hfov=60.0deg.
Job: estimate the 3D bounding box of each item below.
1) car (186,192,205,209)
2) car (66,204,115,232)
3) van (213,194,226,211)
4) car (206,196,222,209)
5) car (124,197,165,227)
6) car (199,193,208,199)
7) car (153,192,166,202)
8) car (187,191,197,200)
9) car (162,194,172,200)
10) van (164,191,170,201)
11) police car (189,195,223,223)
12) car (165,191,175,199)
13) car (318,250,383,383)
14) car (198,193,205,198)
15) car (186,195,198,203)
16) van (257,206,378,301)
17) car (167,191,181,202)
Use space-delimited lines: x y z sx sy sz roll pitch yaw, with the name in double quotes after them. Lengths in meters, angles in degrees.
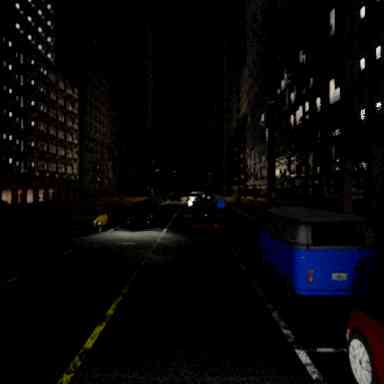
0.667 0.966 40.094 2.150 2.045 5.566 0 0 4 "car"
-5.689 1.401 19.082 1.752 1.417 4.829 0 0 0 "car"
2.694 1.108 36.252 1.690 1.788 3.998 0 0 0 "van"
2.695 1.256 42.090 1.752 1.417 4.829 0 0 0 "car"
-3.096 1.338 21.562 1.882 1.535 5.008 0 0 0 "car"
2.702 1.036 81.596 2.008 1.369 4.403 0 0 0 "car"
-5.683 1.187 53.089 1.752 1.417 4.829 0 0 0 "car"
0.012 0.752 75.310 2.097 1.767 4.553 0 0 0 "car"
-5.680 1.071 75.931 2.008 1.369 4.403 0 0 0 "car"
-5.682 0.931 64.594 1.690 1.788 3.998 0 0 0 "van"
0.904 1.269 24.096 1.930 1.638 5.238 0 0 0 "police car"
-5.679 0.765 87.265 2.192 1.841 5.009 0 0 0 "car"
2.689 1.529 2.247 1.887 1.381 4.507 0 0 0 "car"
2.703 0.960 92.932 1.887 1.381 4.507 0 0 0 "car"
0.010 1.181 60.343 1.994 1.385 4.181 0 0 0 "car"
2.690 1.289 7.913 1.690 1.788 3.998 0 0 0 "van"
-3.019 1.081 62.457 1.882 1.535 5.008 0 0 1 "car"
